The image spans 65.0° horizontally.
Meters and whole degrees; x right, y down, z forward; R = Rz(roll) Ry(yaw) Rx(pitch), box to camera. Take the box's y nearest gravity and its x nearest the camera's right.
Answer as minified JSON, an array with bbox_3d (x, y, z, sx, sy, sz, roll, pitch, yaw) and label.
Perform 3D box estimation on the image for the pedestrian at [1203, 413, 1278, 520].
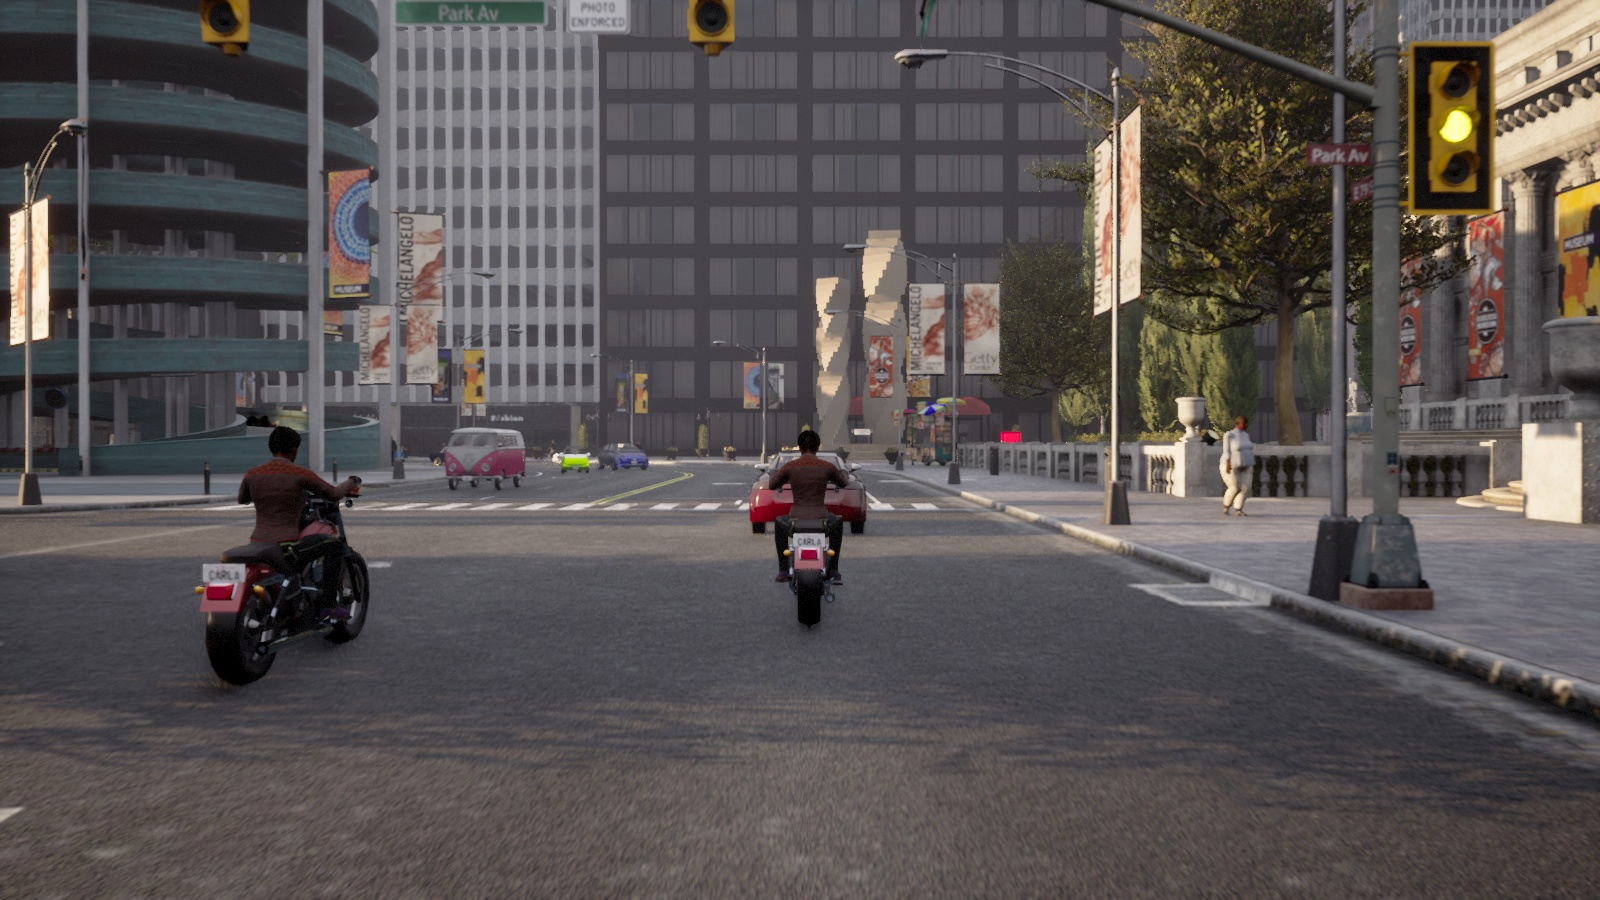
[{"bbox_3d":[7.853,0.284,22.412,0.874,1.855,0.900,0,0,-23],"label":"pedestrian"}]

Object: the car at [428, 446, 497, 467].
[{"bbox_3d":[-21.465,0.382,79.892,4.718,1.301,1.895,0,0,40],"label":"car"}]

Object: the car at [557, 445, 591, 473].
[{"bbox_3d":[-11.236,0.443,62.378,1.481,1.376,2.207,0,0,-14],"label":"car"}]

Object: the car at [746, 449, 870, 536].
[{"bbox_3d":[0.141,0.686,22.313,1.994,1.385,4.181,0,0,0],"label":"car"}]

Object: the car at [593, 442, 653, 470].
[{"bbox_3d":[-9.833,0.297,69.451,2.007,1.525,4.514,0,0,-25],"label":"car"}]

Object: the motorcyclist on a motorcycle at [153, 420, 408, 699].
[{"bbox_3d":[-3.436,0.646,8.596,0.766,1.649,2.350,0,0,0],"label":"motorcyclist on a motorcycle"}]

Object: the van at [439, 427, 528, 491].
[{"bbox_3d":[-10.256,0.262,40.958,1.775,1.987,4.442,0,0,0],"label":"van"}]

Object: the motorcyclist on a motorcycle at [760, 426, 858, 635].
[{"bbox_3d":[0.078,0.635,11.087,0.766,1.649,2.350,0,0,0],"label":"motorcyclist on a motorcycle"}]
